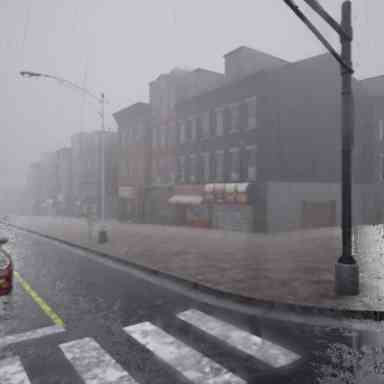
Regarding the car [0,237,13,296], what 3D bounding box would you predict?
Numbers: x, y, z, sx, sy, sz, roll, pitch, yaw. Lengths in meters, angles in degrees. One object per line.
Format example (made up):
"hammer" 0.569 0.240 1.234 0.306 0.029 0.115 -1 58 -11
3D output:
"car" -6.037 1.613 8.562 2.097 1.767 4.553 0 -1 -36
